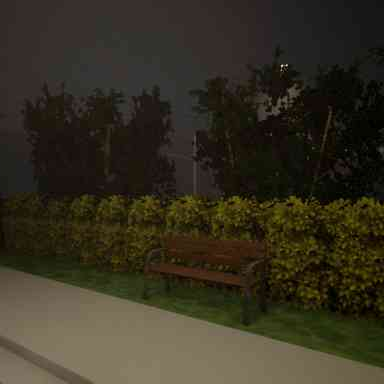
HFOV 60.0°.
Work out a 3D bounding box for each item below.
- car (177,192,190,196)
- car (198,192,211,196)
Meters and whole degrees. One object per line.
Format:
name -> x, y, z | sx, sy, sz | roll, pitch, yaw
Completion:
car -> -2.290, 0.838, 64.648 | 1.882, 1.535, 5.008 | 0, 1, 35
car -> 2.166, 0.774, 64.914 | 1.882, 1.535, 5.008 | 0, 1, 35
